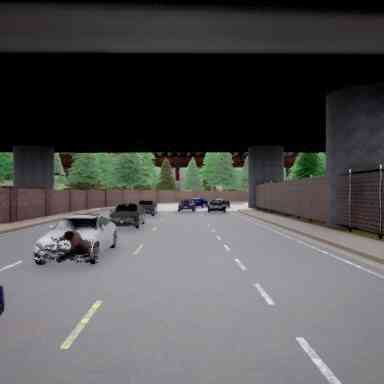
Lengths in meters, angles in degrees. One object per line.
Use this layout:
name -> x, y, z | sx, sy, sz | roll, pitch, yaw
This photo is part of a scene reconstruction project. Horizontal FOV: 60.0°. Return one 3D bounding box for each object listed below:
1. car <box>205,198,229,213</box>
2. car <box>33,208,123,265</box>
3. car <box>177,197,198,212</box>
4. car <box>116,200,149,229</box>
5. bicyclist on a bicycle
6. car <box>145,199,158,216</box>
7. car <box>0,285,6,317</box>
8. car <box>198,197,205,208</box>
car -> 2.776, 1.564, 37.356 | 1.994, 1.385, 4.181 | 0, 0, 4
car -> -3.899, 1.526, 11.866 | 1.812, 1.442, 4.674 | 0, 0, -2
car -> -0.577, 1.526, 38.974 | 1.812, 1.442, 4.674 | 0, 0, 3
car -> -4.176, 1.505, 21.814 | 1.837, 1.490, 4.892 | 0, 0, -2
bicyclist on a bicycle -> -3.307, 1.533, 8.984 | 1.656, 0.582, 1.620 | 10, -39, -29
car -> -4.393, 1.505, 32.156 | 1.837, 1.490, 4.892 | 0, 0, -1
car -> -3.632, 1.601, 2.678 | 1.895, 1.301, 4.718 | 0, 0, -2
car -> 1.071, 1.478, 48.643 | 1.882, 1.535, 5.008 | 0, 0, 15
